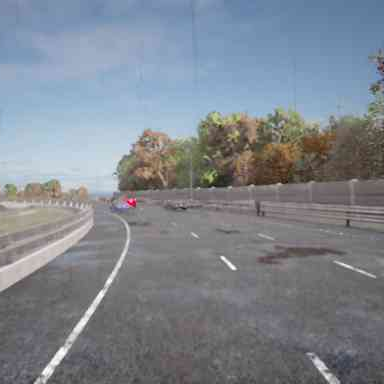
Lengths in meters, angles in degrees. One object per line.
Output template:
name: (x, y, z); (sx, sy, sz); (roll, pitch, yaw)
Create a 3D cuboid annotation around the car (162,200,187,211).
car: (-2.374, 1.804, 44.751); (2.033, 1.411, 5.357); (0, 0, -24)

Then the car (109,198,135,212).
car: (-9.552, 1.848, 43.688); (2.033, 1.411, 5.357); (0, 0, -25)

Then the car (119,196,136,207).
car: (-10.766, 1.584, 53.682); (2.150, 2.045, 5.566); (0, -1, -30)
